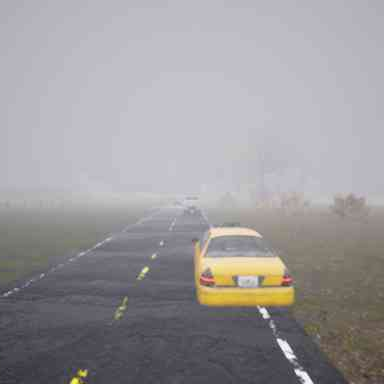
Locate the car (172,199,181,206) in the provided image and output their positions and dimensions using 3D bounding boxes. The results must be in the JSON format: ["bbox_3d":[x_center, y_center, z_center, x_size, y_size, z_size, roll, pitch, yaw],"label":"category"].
[{"bbox_3d":[-2.835,2.024,64.975,1.895,1.301,4.718,0,0,0],"label":"car"}]

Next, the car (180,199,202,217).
[{"bbox_3d":[0.033,1.749,34.496,1.812,1.442,4.674,0,0,0],"label":"car"}]

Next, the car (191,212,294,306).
[{"bbox_3d":[0.954,1.509,8.230,1.801,1.575,5.366,0,0,0],"label":"car"}]

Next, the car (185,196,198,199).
[{"bbox_3d":[-0.033,1.511,44.824,2.150,2.045,5.566,0,0,0],"label":"car"}]
